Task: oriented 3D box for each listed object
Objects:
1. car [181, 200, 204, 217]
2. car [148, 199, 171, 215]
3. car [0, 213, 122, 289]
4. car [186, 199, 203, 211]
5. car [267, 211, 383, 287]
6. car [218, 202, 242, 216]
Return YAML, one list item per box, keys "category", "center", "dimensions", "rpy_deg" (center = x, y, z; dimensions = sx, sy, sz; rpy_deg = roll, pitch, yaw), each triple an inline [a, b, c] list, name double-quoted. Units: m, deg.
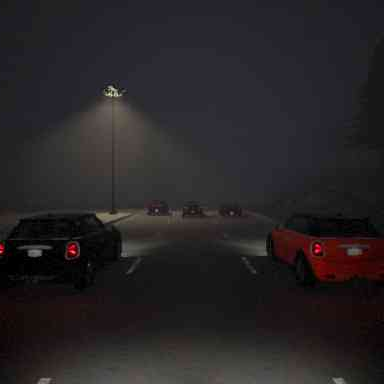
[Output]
- category: "car"
  center: [0.091, 1.526, 31.481]
  dimensions: [1.812, 1.442, 4.674]
  rpy_deg: [0, 0, 0]
- category: "car"
  center: [-3.375, 1.504, 34.444]
  dimensions: [1.837, 1.490, 4.892]
  rpy_deg: [0, 0, 1]
- category: "car"
  center: [-3.401, 1.351, 9.336]
  dimensions: [2.097, 1.767, 4.553]
  rpy_deg: [0, 0, 0]
- category: "car"
  center: [0.379, 1.601, 41.998]
  dimensions: [1.895, 1.301, 4.718]
  rpy_deg: [0, 0, 3]
- category: "car"
  center: [3.598, 1.351, 9.480]
  dimensions: [2.097, 1.767, 4.553]
  rpy_deg: [0, 0, 0]
- category: "car"
  center: [3.600, 1.601, 32.167]
  dimensions: [1.895, 1.301, 4.718]
  rpy_deg: [0, 0, 0]
